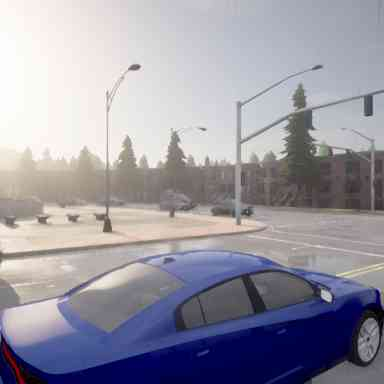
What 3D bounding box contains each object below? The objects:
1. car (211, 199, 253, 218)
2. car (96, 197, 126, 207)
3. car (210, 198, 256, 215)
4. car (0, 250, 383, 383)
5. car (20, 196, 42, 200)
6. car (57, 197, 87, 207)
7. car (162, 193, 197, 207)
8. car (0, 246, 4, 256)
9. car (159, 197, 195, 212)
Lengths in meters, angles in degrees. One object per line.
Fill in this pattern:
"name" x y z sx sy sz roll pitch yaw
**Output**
"car" 3.640 1.564 30.635 1.994 1.385 4.181 0 0 -36
"car" -12.584 1.478 51.726 5.008 1.535 1.882 0 0 28
"car" 4.307 1.478 35.629 1.882 1.535 5.008 0 0 -37
"car" 0.427 1.478 4.100 5.008 1.535 1.882 0 0 -35
"car" -29.923 1.505 60.651 4.892 1.490 1.837 0 0 5
"car" -18.257 1.492 50.691 4.902 1.511 2.128 0 0 23
"car" -1.840 1.220 43.306 2.150 2.045 5.566 0 0 -44
"car" -7.115 1.477 7.491 5.008 1.535 1.882 0 0 -35
"car" -1.985 1.563 38.085 1.994 1.385 4.181 0 0 -39
